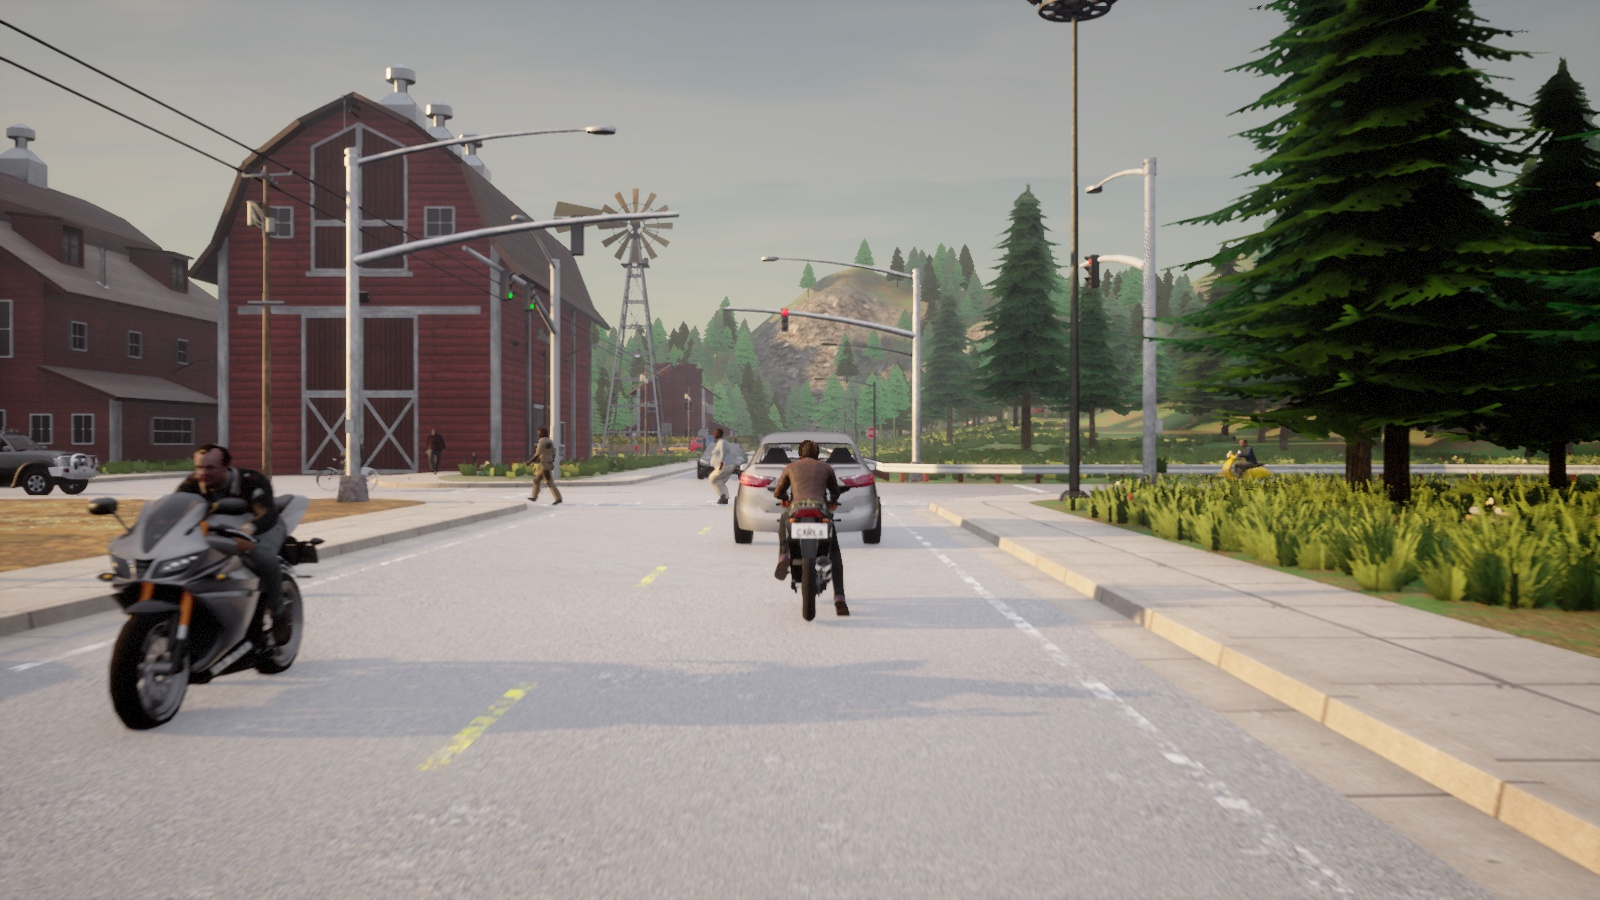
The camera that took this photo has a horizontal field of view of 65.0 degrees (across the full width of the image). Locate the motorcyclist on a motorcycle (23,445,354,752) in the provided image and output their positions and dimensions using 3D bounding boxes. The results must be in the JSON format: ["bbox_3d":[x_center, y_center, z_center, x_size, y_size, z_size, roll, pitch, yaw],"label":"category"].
[{"bbox_3d":[-3.444,0.737,7.370,0.866,1.530,2.191,0,0,0],"label":"motorcyclist on a motorcycle"}]

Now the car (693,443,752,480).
[{"bbox_3d":[-3.196,0.447,52.627,2.163,1.488,4.792,0,0,0],"label":"car"}]

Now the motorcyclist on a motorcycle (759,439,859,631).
[{"bbox_3d":[0.076,0.667,10.979,0.797,1.523,2.044,0,0,0],"label":"motorcyclist on a motorcycle"}]

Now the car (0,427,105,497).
[{"bbox_3d":[-21.889,0.321,34.405,4.605,1.855,1.932,0,1,-1],"label":"car"}]

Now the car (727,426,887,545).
[{"bbox_3d":[0.123,0.479,19.893,2.242,1.667,4.611,0,0,1],"label":"car"}]

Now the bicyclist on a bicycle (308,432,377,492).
[{"bbox_3d":[-13.840,0.365,38.008,1.843,1.776,0.659,0,0,-1],"label":"bicyclist on a bicycle"}]

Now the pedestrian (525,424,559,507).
[{"bbox_3d":[-6.053,0.352,29.486,0.692,1.930,0.396,0,0,12],"label":"pedestrian"}]

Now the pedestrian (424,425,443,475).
[{"bbox_3d":[-13.730,-0.016,47.038,0.634,1.844,0.899,0,0,-13],"label":"pedestrian"}]

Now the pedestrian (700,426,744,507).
[{"bbox_3d":[-1.820,0.373,29.326,0.900,1.855,0.874,0,0,6],"label":"pedestrian"}]

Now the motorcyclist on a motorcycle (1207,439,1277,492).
[{"bbox_3d":[13.478,0.468,38.354,1.817,1.590,0.866,0,0,-1],"label":"motorcyclist on a motorcycle"}]
